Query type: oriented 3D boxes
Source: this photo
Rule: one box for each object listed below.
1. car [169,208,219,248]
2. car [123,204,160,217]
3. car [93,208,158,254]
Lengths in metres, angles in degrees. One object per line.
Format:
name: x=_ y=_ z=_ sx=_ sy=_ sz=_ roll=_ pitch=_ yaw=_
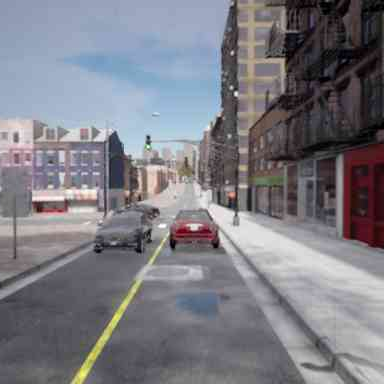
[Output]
car: x=0.085 y=1.509 z=15.626 sx=2.097 sy=1.767 sz=4.553 roll=0 pitch=-1 yaw=0
car: x=-5.309 y=1.853 z=30.927 sx=4.892 sy=1.490 sz=1.837 roll=-1 pitch=-3 yaw=29
car: x=-2.803 y=1.651 z=14.356 sx=1.837 sy=1.490 sz=4.892 roll=0 pitch=-1 yaw=0
